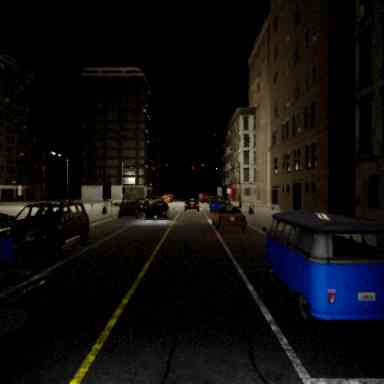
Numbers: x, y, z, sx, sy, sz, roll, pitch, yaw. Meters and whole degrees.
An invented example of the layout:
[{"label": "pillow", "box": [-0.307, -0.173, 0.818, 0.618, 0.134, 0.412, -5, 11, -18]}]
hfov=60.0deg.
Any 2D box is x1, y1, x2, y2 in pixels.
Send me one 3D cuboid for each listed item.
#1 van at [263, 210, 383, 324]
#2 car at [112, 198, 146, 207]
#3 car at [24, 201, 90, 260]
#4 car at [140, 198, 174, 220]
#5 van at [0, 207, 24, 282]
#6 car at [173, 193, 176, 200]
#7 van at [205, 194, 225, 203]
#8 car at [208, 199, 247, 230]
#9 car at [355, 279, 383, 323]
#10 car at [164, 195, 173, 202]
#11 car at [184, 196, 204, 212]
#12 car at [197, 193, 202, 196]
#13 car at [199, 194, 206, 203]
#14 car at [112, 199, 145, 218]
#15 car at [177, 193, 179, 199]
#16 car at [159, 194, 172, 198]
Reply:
[{"label": "van", "box": [2.636, 1.341, 6.870, 1.690, 1.788, 3.998, 0, 0, 0]}, {"label": "car", "box": [-9.539, 1.547, 50.258, 4.718, 1.301, 1.895, 0, 0, 8]}, {"label": "car", "box": [-5.390, 1.314, 12.549, 2.192, 1.841, 5.009, 0, 0, 0]}, {"label": "car", "box": [-2.845, 1.544, 28.702, 2.033, 1.411, 5.357, 0, 0, 0]}, {"label": "van", "box": [-5.389, 1.341, 6.869, 1.690, 1.788, 3.998, 0, 0, 0]}, {"label": "car", "box": [-5.404, 1.293, 72.967, 2.192, 1.841, 5.009, 0, 0, 0]}, {"label": "van", "box": [2.630, 1.335, 35.270, 1.690, 1.788, 3.998, 0, 0, 0]}, {"label": "car", "box": [2.221, 1.455, 20.858, 1.801, 1.575, 5.366, 0, 0, 0]}, {"label": "car", "box": [2.637, 1.566, 1.190, 1.947, 1.339, 4.313, 0, 0, 0]}, {"label": "car", "box": [-5.405, 1.501, 78.207, 1.752, 1.417, 4.829, 0, 0, 0]}, {"label": "car", "box": [-0.009, 1.540, 38.942, 2.033, 1.411, 5.357, 0, 0, 0]}, {"label": "car", "box": [2.623, 1.296, 67.560, 2.192, 1.841, 5.009, 0, 0, 0]}, {"label": "car", "box": [2.624, 1.528, 62.151, 1.887, 1.381, 4.507, 0, 0, 0]}, {"label": "car", "box": [-5.394, 1.547, 29.589, 2.008, 1.369, 4.403, 0, 0, 0]}, {"label": "car", "box": [-5.408, 1.515, 94.606, 2.008, 1.369, 4.403, 0, 0, 0]}, {"label": "car", "box": [-5.401, 1.423, 62.149, 1.967, 1.590, 4.097, 0, 0, 0]}]
